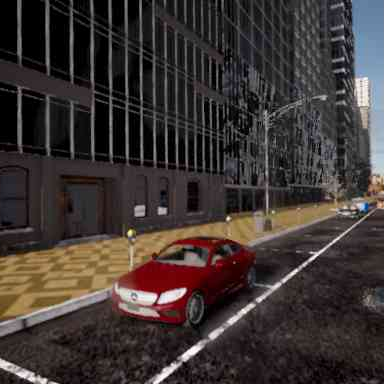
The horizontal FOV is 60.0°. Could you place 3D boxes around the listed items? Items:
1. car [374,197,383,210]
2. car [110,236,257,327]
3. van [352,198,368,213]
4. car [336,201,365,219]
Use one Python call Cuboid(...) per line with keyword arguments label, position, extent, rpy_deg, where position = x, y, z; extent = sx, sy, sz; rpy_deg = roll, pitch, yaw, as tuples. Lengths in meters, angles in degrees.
Cuboid(label="car", position=(27.429, 1.670, 47.030), extent=(2.097, 1.767, 4.553), rpy_deg=(-1, -1, 31))
Cuboid(label="car", position=(0.112, 1.676, 7.304), extent=(1.802, 1.307, 4.206), rpy_deg=(-1, -1, 31))
Cuboid(label="van", position=(20.824, 1.661, 41.348), extent=(1.690, 1.788, 3.998), rpy_deg=(-1, -1, 31))
Cuboid(label="car", position=(14.908, 1.813, 31.619), extent=(2.008, 1.369, 4.403), rpy_deg=(-1, -1, 31))
